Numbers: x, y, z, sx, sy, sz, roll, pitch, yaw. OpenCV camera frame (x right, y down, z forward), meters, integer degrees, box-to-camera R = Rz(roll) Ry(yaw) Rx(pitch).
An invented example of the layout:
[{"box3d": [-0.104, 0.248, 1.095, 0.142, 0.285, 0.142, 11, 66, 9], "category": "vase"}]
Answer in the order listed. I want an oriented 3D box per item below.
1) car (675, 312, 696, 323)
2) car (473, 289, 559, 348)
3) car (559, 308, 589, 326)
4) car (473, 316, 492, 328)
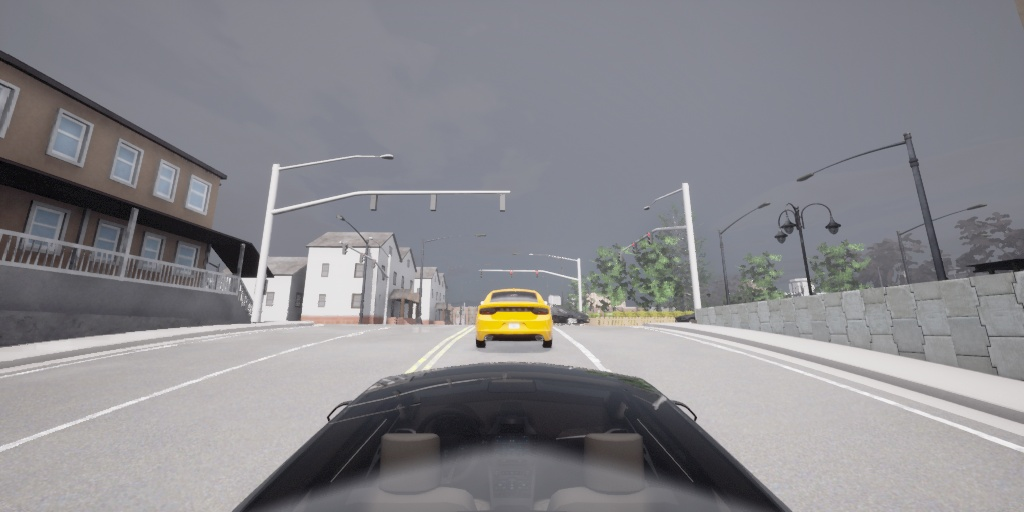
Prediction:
[{"box3d": [16.447, 5.257, 30.403, 5.008, 1.535, 1.882, 0, -12, 1], "category": "car"}, {"box3d": [0.057, 1.722, 10.533, 1.882, 1.535, 5.008, 0, -7, 0], "category": "car"}, {"box3d": [3.486, 4.768, 28.118, 5.008, 1.535, 1.882, -6, -12, 29], "category": "car"}, {"box3d": [-3.667, 8.317, 44.878, 1.994, 1.385, 4.181, 0, -12, 0], "category": "car"}]
